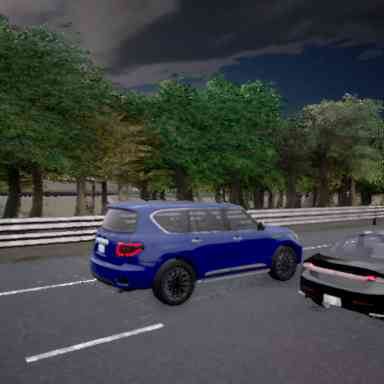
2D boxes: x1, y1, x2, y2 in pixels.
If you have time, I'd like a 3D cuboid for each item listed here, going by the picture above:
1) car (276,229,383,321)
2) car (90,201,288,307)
[{"bbox_3d":[4.236,1.541,6.763,4.902,1.511,2.128,0,0,-35],"label":"car"},{"bbox_3d":[0.349,1.253,8.298,5.566,2.045,2.150,0,0,-35],"label":"car"}]
